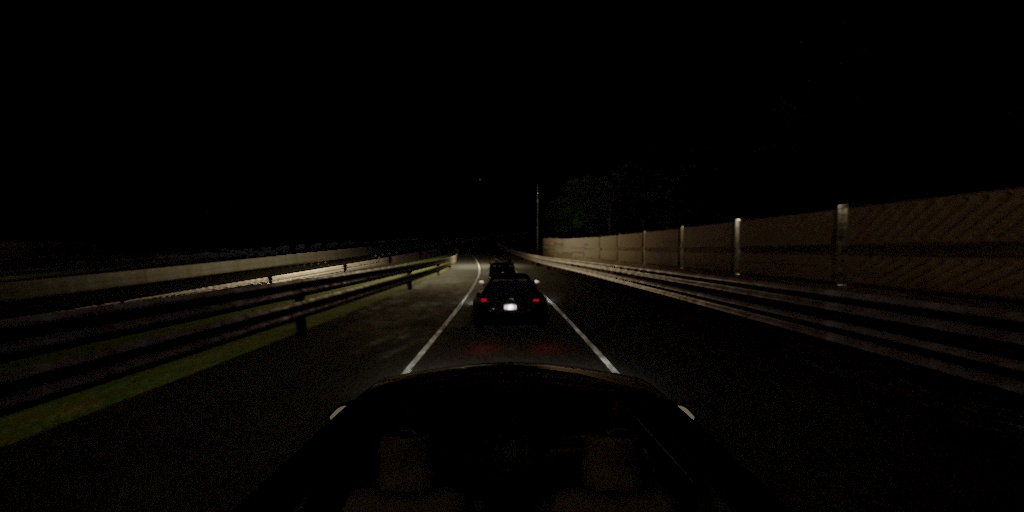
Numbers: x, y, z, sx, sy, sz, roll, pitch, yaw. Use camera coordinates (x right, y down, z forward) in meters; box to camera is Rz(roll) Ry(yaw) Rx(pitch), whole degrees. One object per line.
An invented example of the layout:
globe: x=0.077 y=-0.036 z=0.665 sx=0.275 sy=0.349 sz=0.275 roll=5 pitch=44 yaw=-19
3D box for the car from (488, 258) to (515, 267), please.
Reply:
car: x=-0.807 y=0.895 z=27.479 sx=2.128 sy=1.511 sz=4.902 roll=0 pitch=1 yaw=-3

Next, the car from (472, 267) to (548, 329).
car: x=-0.073 y=1.192 z=10.757 sx=1.994 sy=1.385 sz=4.181 roll=0 pitch=1 yaw=-1
